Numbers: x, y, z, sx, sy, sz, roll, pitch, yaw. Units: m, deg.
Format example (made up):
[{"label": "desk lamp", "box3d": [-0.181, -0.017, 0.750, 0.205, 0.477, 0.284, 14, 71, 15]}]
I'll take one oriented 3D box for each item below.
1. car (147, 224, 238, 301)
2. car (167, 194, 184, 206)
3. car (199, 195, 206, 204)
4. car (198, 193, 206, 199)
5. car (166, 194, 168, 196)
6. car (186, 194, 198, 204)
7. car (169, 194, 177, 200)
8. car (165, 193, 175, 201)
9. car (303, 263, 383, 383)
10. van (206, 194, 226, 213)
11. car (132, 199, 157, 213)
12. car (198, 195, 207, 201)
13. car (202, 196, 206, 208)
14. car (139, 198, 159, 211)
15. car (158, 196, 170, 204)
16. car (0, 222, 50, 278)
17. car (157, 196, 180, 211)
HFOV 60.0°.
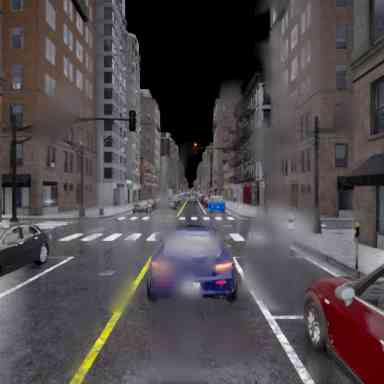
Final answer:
[{"label": "car", "box3d": [0.013, 1.525, 8.220, 1.812, 1.442, 4.674, 0, 0, 0]}, {"label": "car", "box3d": [-2.773, 1.496, 56.054, 1.837, 1.490, 4.892, 0, 0, 0]}, {"label": "car", "box3d": [2.704, 1.573, 58.795, 1.802, 1.307, 4.206, 0, 0, 0]}, {"label": "car", "box3d": [2.711, 1.301, 64.477, 2.192, 1.841, 5.009, 0, 0, 0]}, {"label": "car", "box3d": [-5.322, 1.516, 58.628, 1.752, 1.417, 4.829, 0, 0, 0]}, {"label": "car", "box3d": [0.126, 1.533, 65.820, 2.033, 1.411, 5.357, 0, 0, 0]}, {"label": "car", "box3d": [-5.282, 1.404, 92.889, 1.967, 1.590, 4.097, 0, 0, 0]}, {"label": "car", "box3d": [-5.295, 1.288, 81.525, 2.192, 1.841, 5.009, 0, 0, 0]}, {"label": "car", "box3d": [2.640, 1.440, 3.470, 1.967, 1.590, 4.097, 0, 0, 0]}, {"label": "van", "box3d": [2.677, 1.338, 36.070, 1.690, 1.788, 3.998, 0, 0, 0]}, {"label": "car", "box3d": [-5.348, 1.547, 36.071, 2.008, 1.369, 4.403, 0, 0, 0]}, {"label": "car", "box3d": [2.736, 1.519, 87.201, 2.008, 1.369, 4.403, 0, 0, 0]}, {"label": "car", "box3d": [2.691, 1.577, 47.432, 1.802, 1.307, 4.206, 0, 0, 0]}, {"label": "car", "box3d": [-5.341, 1.541, 41.752, 1.887, 1.381, 4.507, 0, 0, 0]}, {"label": "car", "box3d": [-5.315, 1.552, 64.480, 1.947, 1.339, 4.313, 0, 0, 0]}, {"label": "car", "box3d": [-5.379, 1.550, 8.989, 2.008, 1.369, 4.403, 0, 0, 0]}, {"label": "car", "box3d": [-2.805, 1.560, 40.064, 1.994, 1.385, 4.181, 0, 0, 0]}]
